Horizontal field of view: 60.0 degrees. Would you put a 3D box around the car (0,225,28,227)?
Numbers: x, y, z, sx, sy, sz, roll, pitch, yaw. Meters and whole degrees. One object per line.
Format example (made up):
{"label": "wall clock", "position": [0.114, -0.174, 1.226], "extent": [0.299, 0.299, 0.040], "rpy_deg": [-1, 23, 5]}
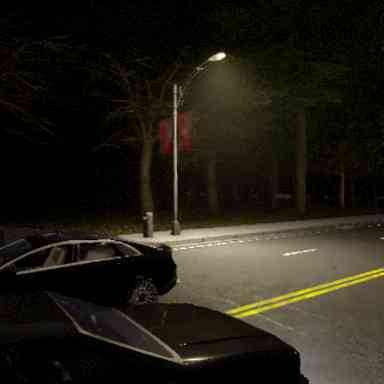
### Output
{"label": "car", "position": [-4.889, 1.547, 8.182], "extent": [5.357, 1.411, 2.033], "rpy_deg": [0, 0, -35]}

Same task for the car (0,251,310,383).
{"label": "car", "position": [-1.483, 1.547, 2.384], "extent": [5.357, 1.411, 2.033], "rpy_deg": [0, 0, -35]}

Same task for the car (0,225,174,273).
{"label": "car", "position": [-2.539, 1.491, 5.865], "extent": [4.902, 1.511, 2.128], "rpy_deg": [0, 0, -35]}
